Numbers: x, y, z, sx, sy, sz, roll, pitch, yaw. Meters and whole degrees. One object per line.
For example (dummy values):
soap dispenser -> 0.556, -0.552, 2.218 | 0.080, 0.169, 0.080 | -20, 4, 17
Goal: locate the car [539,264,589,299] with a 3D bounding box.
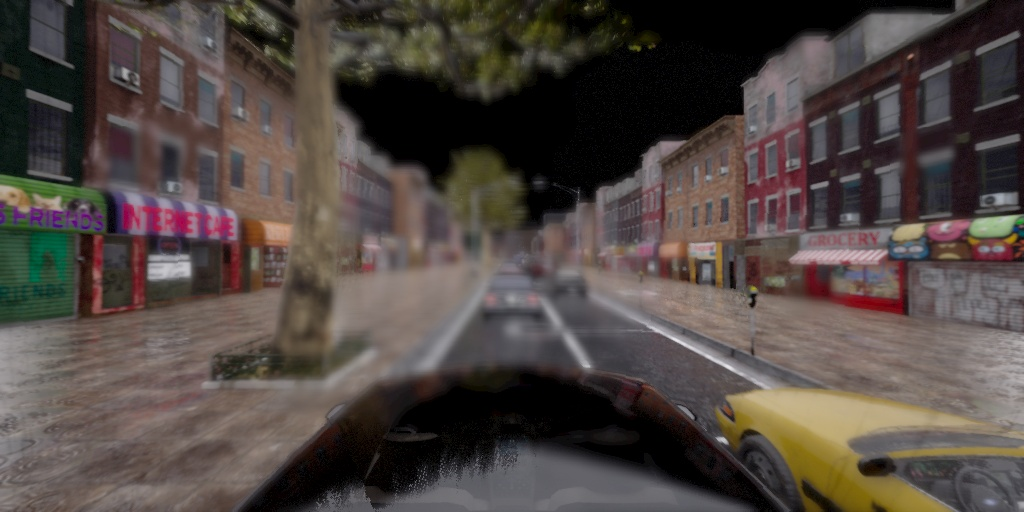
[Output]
car -> 2.632, 1.266, 17.697 | 2.007, 1.370, 4.403 | 0, 0, 0

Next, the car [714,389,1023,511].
car -> 2.639, 1.277, 1.241 | 1.751, 1.417, 4.829 | 0, 0, 0

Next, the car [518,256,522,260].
car -> 2.614, 0.895, 62.024 | 2.192, 1.841, 5.009 | 0, 0, 0

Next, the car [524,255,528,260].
car -> 2.964, 0.865, 43.950 | 2.150, 2.045, 5.566 | 0, 0, 0

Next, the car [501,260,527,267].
car -> 0.033, 1.245, 29.925 | 1.994, 1.385, 4.181 | 0, 0, 1

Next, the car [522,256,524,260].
car -> 2.961, 0.843, 50.951 | 2.150, 2.045, 5.566 | 0, 0, 0

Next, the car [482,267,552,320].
car -> 0.015, 1.276, 12.473 | 2.033, 1.411, 5.357 | 0, 0, 0

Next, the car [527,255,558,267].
car -> 2.628, 0.998, 28.779 | 2.192, 1.841, 5.009 | 0, 0, 0
